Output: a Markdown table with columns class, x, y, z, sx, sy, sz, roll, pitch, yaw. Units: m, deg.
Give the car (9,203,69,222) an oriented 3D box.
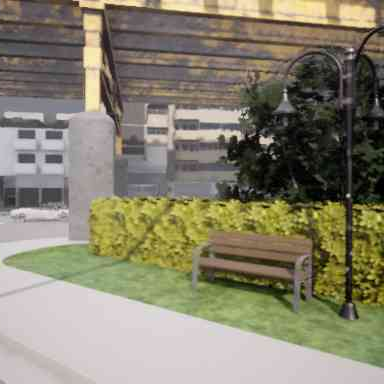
| class | x | y | z | sx | sy | sz | roll | pitch | yaw |
| --- | --- | --- | --- | --- | --- | --- | --- | --- | --- |
| car | -10.656 | 1.483 | 24.419 | 4.718 | 1.301 | 1.895 | 0 | 0 | -9 |
